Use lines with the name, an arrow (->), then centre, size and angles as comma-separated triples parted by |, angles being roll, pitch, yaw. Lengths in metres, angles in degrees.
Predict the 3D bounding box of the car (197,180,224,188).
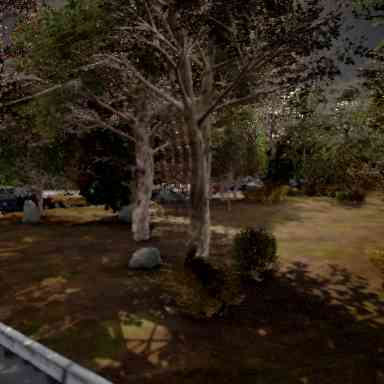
car -> 3.770, -1.752, 69.088 | 5.366, 1.575, 1.946 | 2, 4, 38

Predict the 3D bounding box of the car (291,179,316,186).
car -> 25.023, -2.113, 74.513 | 4.792, 1.488, 2.163 | 2, 4, 38

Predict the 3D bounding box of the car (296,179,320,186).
car -> 26.803, -2.251, 76.649 | 4.792, 1.488, 2.163 | 2, 4, 39

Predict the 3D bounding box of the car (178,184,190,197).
car -> -2.626, -0.086, 39.820 | 4.674, 1.452, 2.002 | 2, 4, 38

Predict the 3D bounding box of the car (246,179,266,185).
car -> 16.144, -2.611, 84.303 | 4.674, 1.452, 2.002 | 2, 4, 38

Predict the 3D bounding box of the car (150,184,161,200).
car -> -6.079, 0.127, 35.478 | 5.008, 1.535, 2.097 | 2, 4, 38

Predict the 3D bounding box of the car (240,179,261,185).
car -> 14.419, -2.482, 82.091 | 4.792, 1.488, 2.163 | 2, 4, 38

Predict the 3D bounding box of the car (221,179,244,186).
car -> 9.151, -2.123, 75.543 | 5.008, 1.535, 2.097 | 2, 4, 38

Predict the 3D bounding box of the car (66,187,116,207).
car -> -9.518, 0.410, 31.132 | 4.792, 1.488, 2.163 | 2, 4, 38

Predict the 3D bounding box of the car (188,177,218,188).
car -> 2.145, -1.869, 66.787 | 5.566, 2.045, 2.435 | 2, 4, 38

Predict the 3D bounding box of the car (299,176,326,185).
car -> 28.485, -2.673, 78.834 | 5.566, 2.045, 2.435 | 2, 4, 38

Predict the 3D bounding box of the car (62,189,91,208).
car -> -11.415, 0.498, 29.098 | 5.366, 1.575, 1.946 | 2, 4, 39

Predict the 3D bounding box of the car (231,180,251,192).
car -> 6.000, -0.724, 50.673 | 4.792, 1.488, 2.163 | 2, 4, 38

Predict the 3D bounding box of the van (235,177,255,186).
van -> 12.740, -2.603, 79.834 | 4.442, 1.987, 1.878 | 2, 4, 38

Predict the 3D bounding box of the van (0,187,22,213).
van -> -14.821, 0.533, 24.709 | 4.442, 1.987, 1.878 | 2, 4, 39

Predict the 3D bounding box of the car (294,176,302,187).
car -> 18.106, -1.881, 65.829 | 5.566, 2.045, 2.435 | 2, 4, 39

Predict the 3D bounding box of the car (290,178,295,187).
car -> 16.404, -1.504, 63.654 | 5.008, 1.535, 2.097 | 2, 4, 38

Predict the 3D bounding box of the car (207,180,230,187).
car -> 5.664, -1.829, 71.162 | 4.674, 1.452, 2.002 | 2, 4, 38

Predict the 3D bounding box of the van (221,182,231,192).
van -> 2.655, -0.724, 46.234 | 4.442, 1.987, 1.878 | 2, 4, 38

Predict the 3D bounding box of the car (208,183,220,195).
car -> 0.833, -0.337, 44.157 | 4.674, 1.452, 2.002 | 2, 4, 39

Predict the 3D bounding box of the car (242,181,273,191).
car -> 11.234, -1.098, 57.139 | 4.792, 1.488, 2.163 | 2, 4, 38

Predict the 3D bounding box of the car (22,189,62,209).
car -> -12.977, 0.665, 26.797 | 4.792, 1.488, 2.163 | 2, 4, 38

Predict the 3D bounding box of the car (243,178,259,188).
car -> 9.337, -1.012, 55.104 | 5.366, 1.575, 1.946 | 2, 4, 39

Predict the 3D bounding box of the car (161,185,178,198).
car -> -4.330, -0.124, 37.623 | 4.553, 1.767, 2.185 | 2, 4, 38
